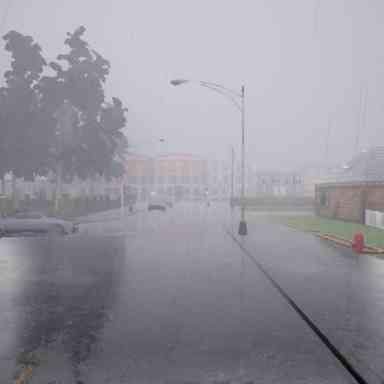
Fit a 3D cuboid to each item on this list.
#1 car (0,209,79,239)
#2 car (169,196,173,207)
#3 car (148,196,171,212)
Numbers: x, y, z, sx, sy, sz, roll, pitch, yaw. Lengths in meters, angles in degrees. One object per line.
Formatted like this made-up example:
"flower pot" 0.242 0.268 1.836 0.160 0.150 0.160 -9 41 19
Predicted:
"car" -7.880 1.564 16.561 4.181 1.385 1.994 0 0 -10
"car" -3.986 1.352 49.891 2.097 1.767 4.553 0 0 1
"car" -4.035 1.547 39.743 2.033 1.411 5.357 0 0 0
